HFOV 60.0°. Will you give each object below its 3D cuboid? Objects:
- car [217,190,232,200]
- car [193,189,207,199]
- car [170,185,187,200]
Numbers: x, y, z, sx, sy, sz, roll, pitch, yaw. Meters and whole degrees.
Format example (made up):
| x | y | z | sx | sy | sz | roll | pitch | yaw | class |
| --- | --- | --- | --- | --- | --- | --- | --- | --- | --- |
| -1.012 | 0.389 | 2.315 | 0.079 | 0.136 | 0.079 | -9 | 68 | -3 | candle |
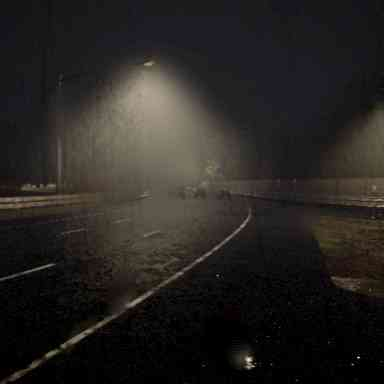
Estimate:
| x | y | z | sx | sy | sz | roll | pitch | yaw | class |
| --- | --- | --- | --- | --- | --- | --- | --- | --- | --- |
| 4.841 | 0.391 | 50.675 | 1.812 | 1.442 | 4.674 | 1 | 1 | -2 | car |
| 1.261 | 0.257 | 52.932 | 1.837 | 1.490 | 4.892 | 1 | 1 | -2 | car |
| -2.002 | 0.020 | 48.694 | 2.150 | 2.045 | 5.566 | 1 | 1 | 0 | car |
